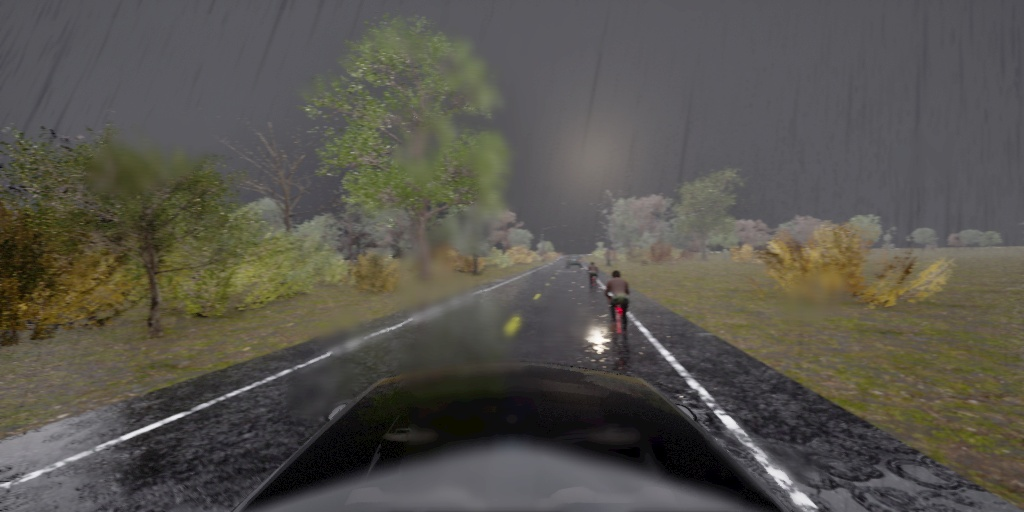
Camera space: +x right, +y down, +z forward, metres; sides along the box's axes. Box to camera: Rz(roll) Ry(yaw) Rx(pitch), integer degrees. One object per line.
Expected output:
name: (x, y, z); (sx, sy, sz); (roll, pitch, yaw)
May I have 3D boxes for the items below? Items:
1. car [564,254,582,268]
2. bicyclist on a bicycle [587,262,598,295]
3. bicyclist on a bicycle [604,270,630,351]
car: (9.612, 0.778, 55.288); (2.150, 2.045, 5.566); (-2, 0, 10)
bicyclist on a bicycle: (4.080, 1.111, 18.032); (0.582, 1.620, 1.656); (-2, 0, 10)
bicyclist on a bicycle: (2.328, 1.144, 7.853); (0.582, 1.620, 1.656); (-2, 0, 10)
